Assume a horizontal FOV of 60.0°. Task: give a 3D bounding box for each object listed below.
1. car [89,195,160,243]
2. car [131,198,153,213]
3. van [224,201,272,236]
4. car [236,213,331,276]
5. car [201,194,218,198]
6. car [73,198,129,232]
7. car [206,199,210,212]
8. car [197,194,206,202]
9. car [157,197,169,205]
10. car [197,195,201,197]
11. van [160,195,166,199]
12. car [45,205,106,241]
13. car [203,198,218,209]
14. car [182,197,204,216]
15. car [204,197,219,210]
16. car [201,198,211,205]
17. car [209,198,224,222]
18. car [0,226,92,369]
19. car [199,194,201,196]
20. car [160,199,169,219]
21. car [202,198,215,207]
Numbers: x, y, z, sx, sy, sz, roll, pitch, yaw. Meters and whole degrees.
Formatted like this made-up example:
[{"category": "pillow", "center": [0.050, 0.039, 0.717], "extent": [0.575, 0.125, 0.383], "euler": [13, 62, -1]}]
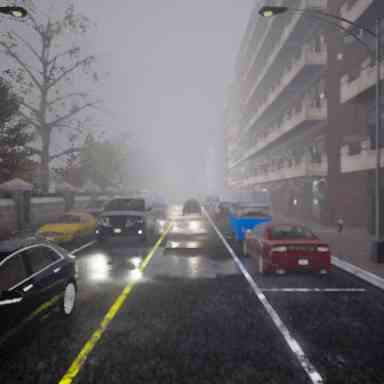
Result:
[{"category": "car", "center": [-3.094, 1.261, 16.607], "extent": [2.150, 2.045, 5.566], "euler": [0, 0, 0]}, {"category": "car", "center": [-5.680, 1.541, 38.425], "extent": [1.967, 1.590, 4.097], "euler": [0, 0, 0]}, {"category": "van", "center": [2.697, 1.378, 15.902], "extent": [1.690, 1.788, 3.998], "euler": [0, 0, 0]}, {"category": "car", "center": [2.695, 1.568, 10.270], "extent": [1.887, 1.381, 4.507], "euler": [0, 0, 0]}, {"category": "car", "center": [2.702, 1.433, 44.052], "extent": [2.192, 1.841, 5.009], "euler": [0, 0, 0]}, {"category": "car", "center": [-5.683, 1.367, 21.534], "extent": [2.192, 1.841, 5.009], "euler": [0, 0, 0]}, {"category": "car", "center": [2.699, 1.634, 32.792], "extent": [2.008, 1.369, 4.403], "euler": [0, 0, 0]}, {"category": "car", "center": [2.411, 1.522, 87.943], "extent": [2.150, 2.045, 5.566], "euler": [0, 0, 0]}, {"category": "car", "center": [-5.675, 1.751, 66.573], "extent": [2.008, 1.369, 4.403], "euler": [0, 0, 0]}, {"category": "car", "center": [0.052, 1.608, 47.852], "extent": [1.882, 1.535, 5.008], "euler": [0, 0, 1]}, {"category": "van", "center": [-5.677, 1.498, 55.315], "extent": [1.690, 1.788, 3.998], "euler": [0, 0, 0]}, {"category": "car", "center": [-5.684, 1.562, 15.733], "extent": [1.752, 1.417, 4.829], "euler": [0, 0, 0]}, {"category": "car", "center": [2.702, 1.687, 49.682], "extent": [2.008, 1.369, 4.403], "euler": [0, 0, 0]}, {"category": "car", "center": [0.013, 1.565, 34.068], "extent": [1.882, 1.535, 5.008], "euler": [0, 0, 0]}, {"category": "car", "center": [2.700, 1.645, 38.421], "extent": [1.887, 1.381, 4.507], "euler": [0, 0, 0]}, {"category": "car", "center": [2.705, 1.782, 66.572], "extent": [1.802, 1.307, 4.206], "euler": [0, 0, 0]}, {"category": "car", "center": [2.698, 1.507, 27.162], "extent": [1.967, 1.590, 4.097], "euler": [0, 0, 0]}, {"category": "car", "center": [-3.096, 1.515, 4.582], "extent": [1.837, 1.490, 4.892], "euler": [0, 0, 0]}, {"category": "car", "center": [2.705, 1.618, 60.942], "extent": [1.967, 1.590, 4.097], "euler": [0, 0, 0]}, {"category": "car", "center": [-3.069, 1.622, 29.943], "extent": [2.033, 1.411, 5.357], "euler": [0, 0, 0]}, {"category": "car", "center": [2.703, 1.701, 55.312], "extent": [1.887, 1.381, 4.507], "euler": [0, 0, 0]}]
